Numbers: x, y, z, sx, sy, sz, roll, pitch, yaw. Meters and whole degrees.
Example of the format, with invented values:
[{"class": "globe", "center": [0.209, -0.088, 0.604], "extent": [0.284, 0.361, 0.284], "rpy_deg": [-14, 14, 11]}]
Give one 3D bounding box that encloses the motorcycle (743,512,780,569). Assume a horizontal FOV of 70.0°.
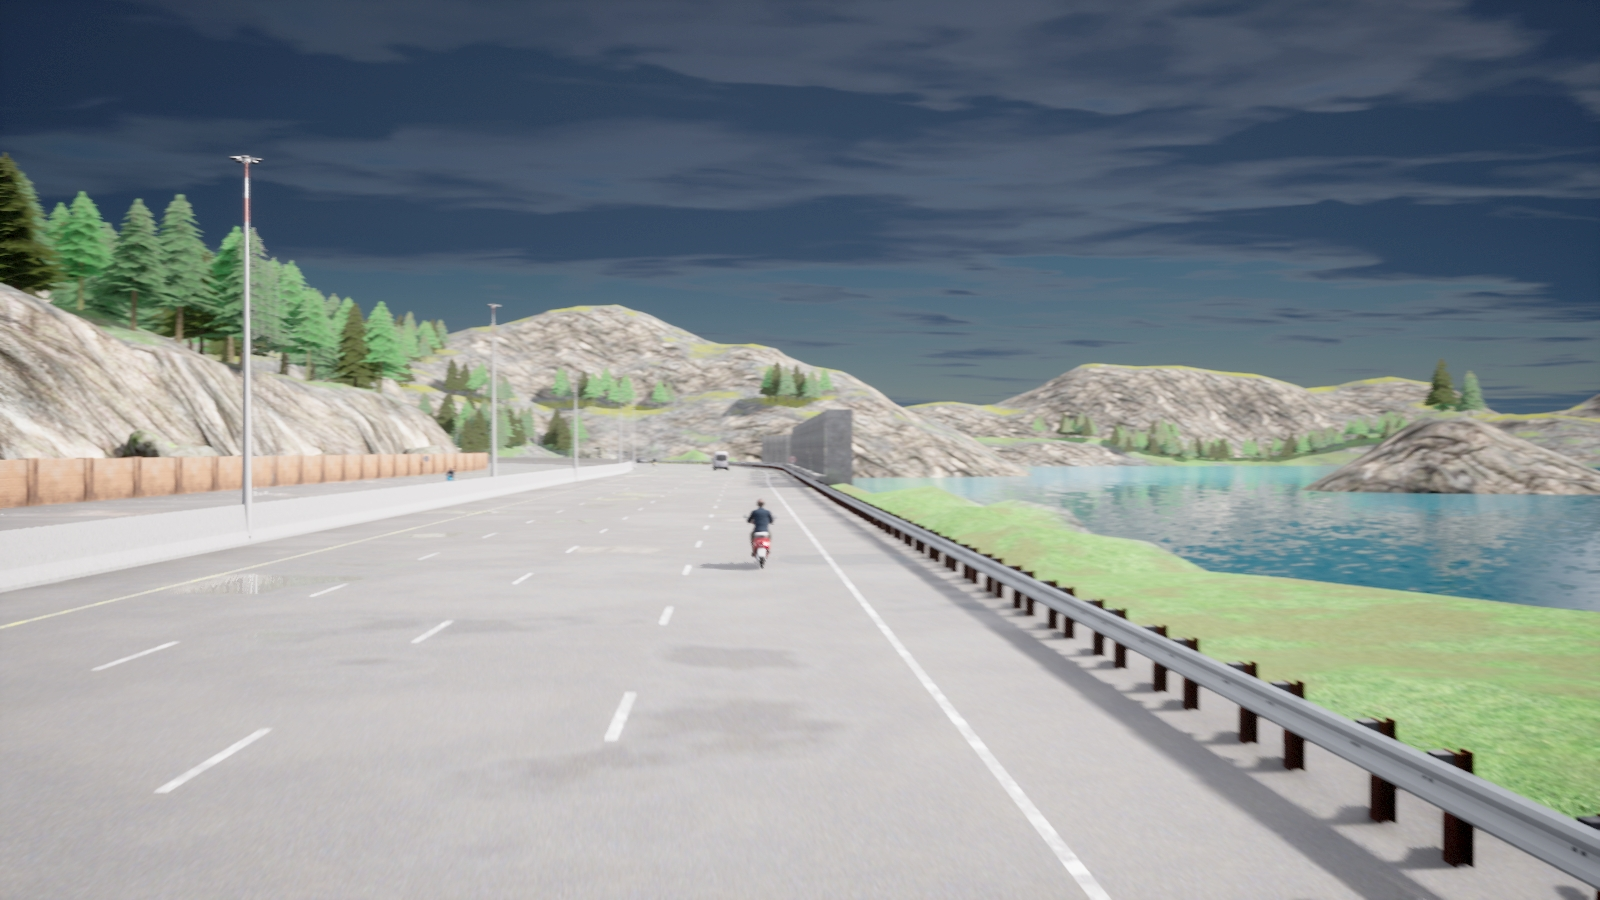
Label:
[{"class": "motorcycle", "center": [-0.948, 2.173, 27.677], "extent": [0.856, 1.236, 1.805], "rpy_deg": [0, 0, -3]}]
